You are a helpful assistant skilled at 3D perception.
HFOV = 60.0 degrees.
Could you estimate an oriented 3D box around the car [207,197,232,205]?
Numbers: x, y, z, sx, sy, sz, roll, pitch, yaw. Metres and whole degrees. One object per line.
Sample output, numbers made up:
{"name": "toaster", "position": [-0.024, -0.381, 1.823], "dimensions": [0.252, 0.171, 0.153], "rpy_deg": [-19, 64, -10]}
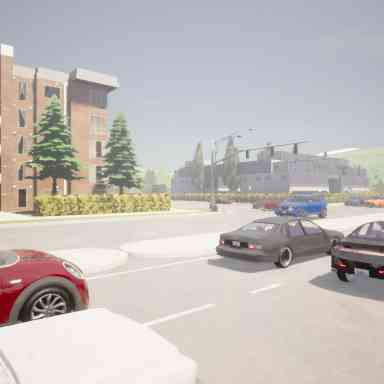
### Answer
{"name": "car", "position": [4.908, 1.604, 59.742], "dimensions": [1.895, 1.301, 4.718], "rpy_deg": [0, 0, -39]}

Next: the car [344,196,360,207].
{"name": "car", "position": [25.643, 1.354, 51.966], "dimensions": [4.553, 1.767, 2.097], "rpy_deg": [0, 0, -40]}

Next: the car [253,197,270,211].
{"name": "car", "position": [9.731, 1.354, 40.459], "dimensions": [4.553, 1.767, 2.097], "rpy_deg": [0, 0, 12]}

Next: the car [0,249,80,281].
{"name": "car", "position": [-3.971, 1.352, 5.080], "dimensions": [4.553, 1.767, 2.097], "rpy_deg": [0, 0, -40]}

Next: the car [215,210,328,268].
{"name": "car", "position": [3.199, 1.548, 11.312], "dimensions": [5.357, 1.411, 2.033], "rpy_deg": [0, 0, -40]}

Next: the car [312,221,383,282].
{"name": "car", "position": [5.448, 1.492, 8.629], "dimensions": [4.902, 1.511, 2.128], "rpy_deg": [0, 0, -40]}

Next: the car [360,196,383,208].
{"name": "car", "position": [26.716, 1.355, 48.196], "dimensions": [4.553, 1.767, 2.097], "rpy_deg": [0, 0, -41]}

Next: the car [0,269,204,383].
{"name": "car", "position": [-2.154, 1.601, 2.029], "dimensions": [4.718, 1.301, 1.895], "rpy_deg": [0, 0, -40]}

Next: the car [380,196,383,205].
{"name": "car", "position": [36.368, 1.504, 60.979], "dimensions": [4.892, 1.490, 1.837], "rpy_deg": [0, 0, -40]}

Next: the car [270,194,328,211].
{"name": "car", "position": [9.158, 1.223, 27.507], "dimensions": [5.566, 2.045, 2.150], "rpy_deg": [0, 0, -42]}
